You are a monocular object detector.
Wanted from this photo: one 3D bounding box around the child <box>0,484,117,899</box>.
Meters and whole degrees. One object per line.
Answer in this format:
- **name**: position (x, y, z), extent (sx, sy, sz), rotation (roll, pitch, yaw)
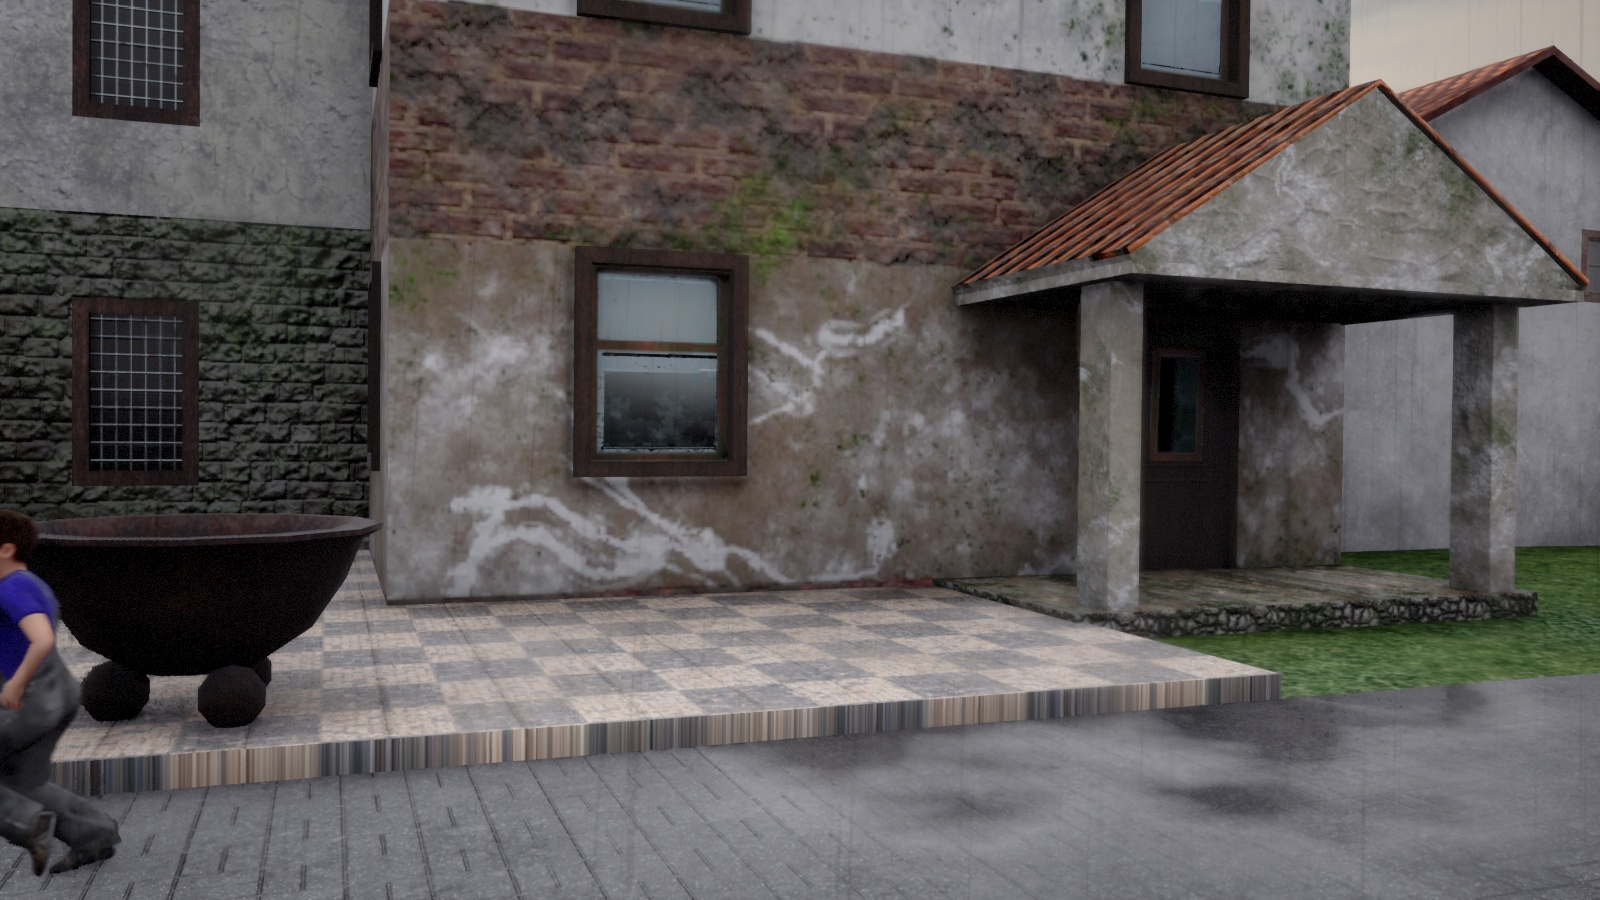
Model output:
- **child**: position (-2.416, 0.750, 3.936), extent (0.437, 1.263, 0.270), rotation (-1, 1, -23)
